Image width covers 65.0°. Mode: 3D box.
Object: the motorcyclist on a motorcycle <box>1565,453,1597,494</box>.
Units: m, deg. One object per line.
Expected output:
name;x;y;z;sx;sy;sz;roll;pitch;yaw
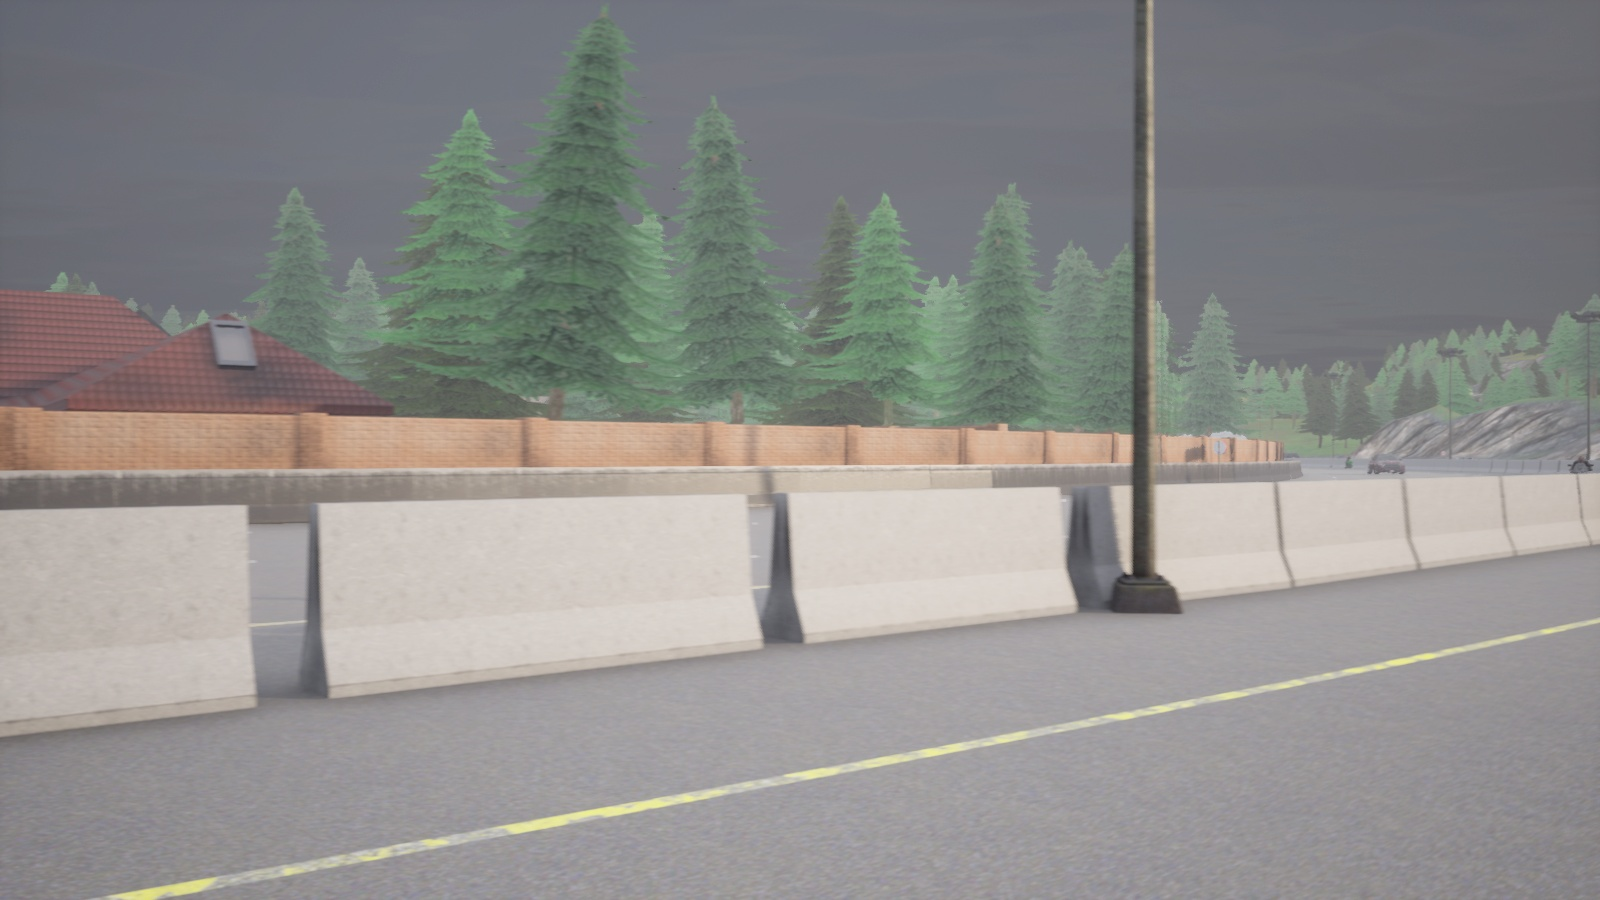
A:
motorcyclist on a motorcycle;29.950;0.892;48.153;0.866;1.530;2.191;-1;-1;36
